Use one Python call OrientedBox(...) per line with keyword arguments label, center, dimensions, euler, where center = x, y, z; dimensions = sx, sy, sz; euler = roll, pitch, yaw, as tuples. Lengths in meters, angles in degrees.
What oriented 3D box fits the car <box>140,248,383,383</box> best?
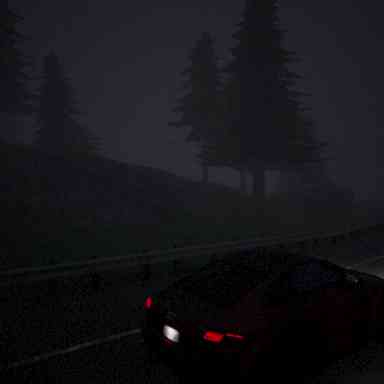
OrientedBox(label="car", center=(1.345, 1.570, 4.998), dimensions=(4.181, 1.385, 1.994), euler=(0, 0, -38))
